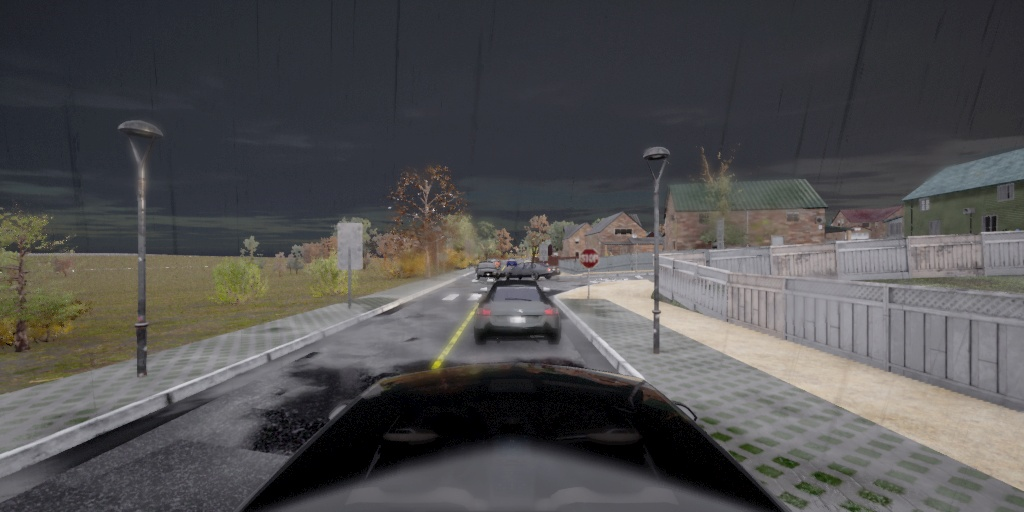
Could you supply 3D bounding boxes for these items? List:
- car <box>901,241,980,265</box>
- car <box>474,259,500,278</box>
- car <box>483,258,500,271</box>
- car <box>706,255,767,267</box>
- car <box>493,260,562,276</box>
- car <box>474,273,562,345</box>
[{"bbox_3d":[23.883,-0.209,20.492,4.902,1.511,2.128,-3,0,14],"label":"car"},{"bbox_3d":[-2.258,1.257,31.442,1.837,1.490,4.892,0,0,-8],"label":"car"},{"bbox_3d":[-2.860,1.120,51.260,2.097,1.767,4.553,0,0,1],"label":"car"},{"bbox_3d":[14.382,0.413,22.911,4.181,1.385,1.994,-3,0,16],"label":"car"},{"bbox_3d":[1.330,1.197,28.532,5.357,1.411,2.033,-4,-3,43],"label":"car"},{"bbox_3d":[0.100,1.313,9.517,1.994,1.385,4.181,0,0,-1],"label":"car"}]
